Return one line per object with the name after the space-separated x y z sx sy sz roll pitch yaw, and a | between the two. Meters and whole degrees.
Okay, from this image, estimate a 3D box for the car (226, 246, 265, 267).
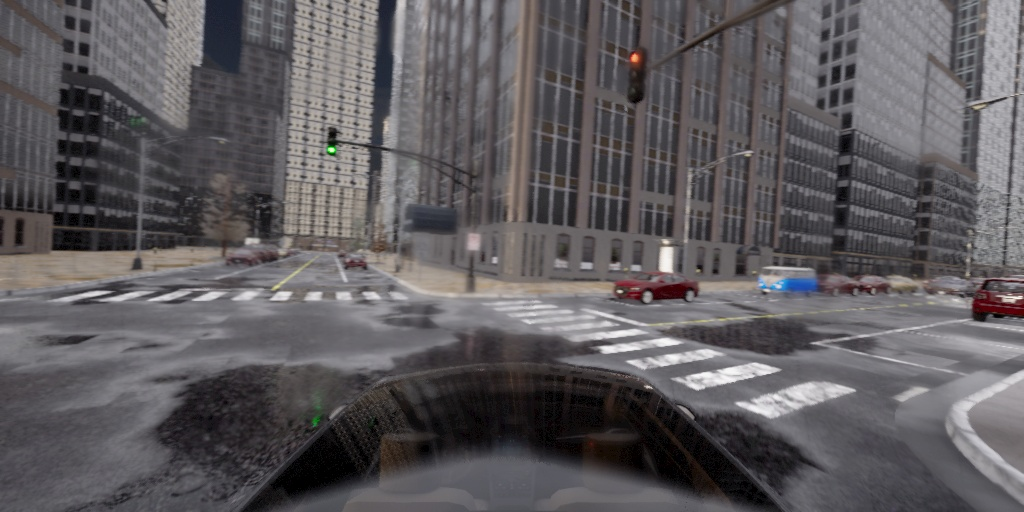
-22.066 0.107 29.555 1.888 1.381 4.507 0 0 -27 | car

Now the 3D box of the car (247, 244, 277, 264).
-24.565 -0.256 34.520 2.192 1.841 5.009 0 0 -27 | car

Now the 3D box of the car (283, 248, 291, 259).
-31.987 -0.443 49.260 1.751 1.417 4.829 0 0 -27 | car

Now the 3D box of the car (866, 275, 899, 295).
26.817 2.150 27.102 4.507 1.381 1.888 0 0 -27 | car

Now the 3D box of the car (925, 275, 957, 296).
34.802 2.498 28.208 5.357 1.411 2.033 2 1 -27 | car

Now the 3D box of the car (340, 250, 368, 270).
-14.594 0.416 33.327 1.967 1.591 4.097 0 0 -27 | car

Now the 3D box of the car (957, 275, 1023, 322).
20.586 1.822 14.482 5.009 1.841 2.192 0 0 -27 | car

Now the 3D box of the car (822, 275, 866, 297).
21.789 1.959 24.518 4.507 1.381 1.888 0 0 -27 | car

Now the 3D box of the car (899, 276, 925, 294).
31.695 2.320 29.610 4.829 1.417 1.751 0 0 -27 | car

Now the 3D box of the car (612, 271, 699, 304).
6.702 1.389 16.764 4.507 1.381 1.888 0 0 -27 | car

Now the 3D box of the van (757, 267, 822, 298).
16.759 1.565 21.933 3.998 1.789 1.690 0 0 -27 | van

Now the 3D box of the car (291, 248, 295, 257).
-34.562 -0.556 54.376 1.888 1.381 4.507 0 0 -27 | car

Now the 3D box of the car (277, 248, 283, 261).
-27.065 -0.388 39.484 2.192 1.841 5.009 0 0 -27 | car
